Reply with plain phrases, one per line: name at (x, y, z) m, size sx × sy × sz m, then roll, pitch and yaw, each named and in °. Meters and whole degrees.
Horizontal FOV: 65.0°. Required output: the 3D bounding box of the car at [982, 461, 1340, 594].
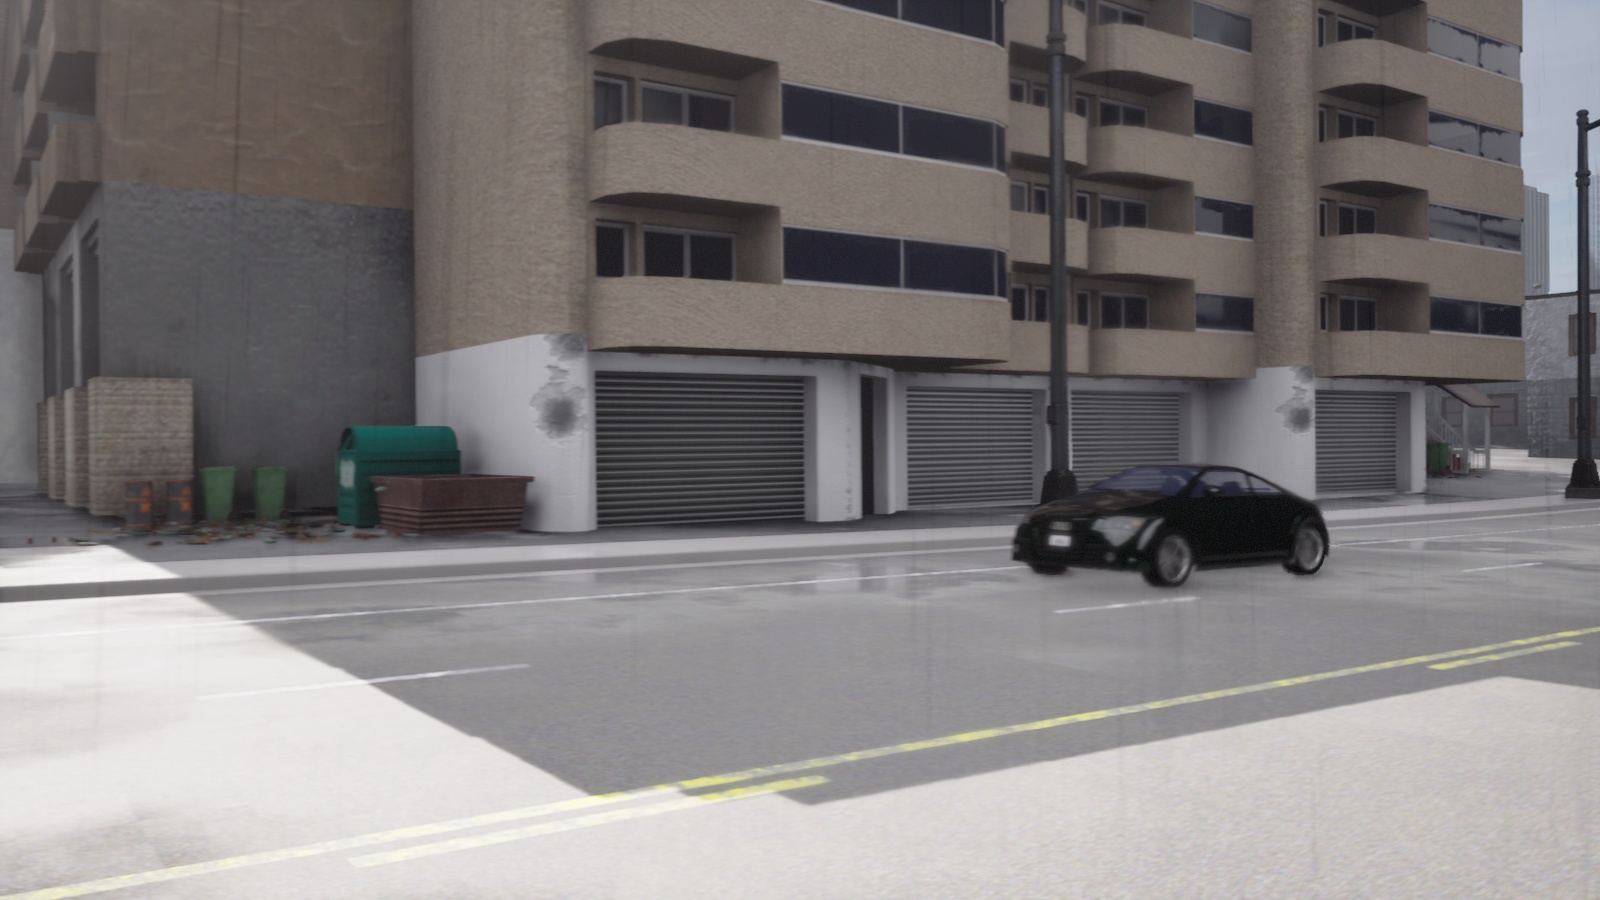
car at (4.448, 0.835, 15.283) m, size 4.181 × 1.385 × 1.994 m, roll 0°, pitch 0°, yaw -35°
